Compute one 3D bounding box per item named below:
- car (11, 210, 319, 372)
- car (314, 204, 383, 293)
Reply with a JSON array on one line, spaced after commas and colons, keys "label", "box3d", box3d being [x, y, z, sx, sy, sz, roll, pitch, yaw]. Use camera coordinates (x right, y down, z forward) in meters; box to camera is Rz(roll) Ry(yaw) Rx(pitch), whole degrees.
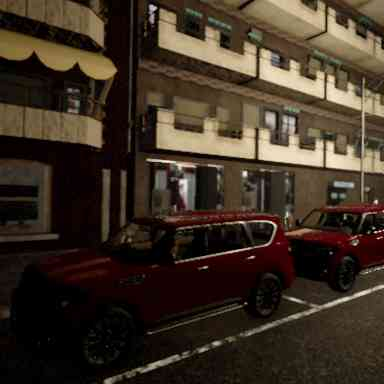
[{"label": "car", "box3d": [-0.297, 1.308, 5.860, 5.009, 1.841, 2.192, 0, 2, -35]}, {"label": "car", "box3d": [4.204, 1.297, 9.072, 5.009, 1.841, 2.192, 0, 2, -35]}]
